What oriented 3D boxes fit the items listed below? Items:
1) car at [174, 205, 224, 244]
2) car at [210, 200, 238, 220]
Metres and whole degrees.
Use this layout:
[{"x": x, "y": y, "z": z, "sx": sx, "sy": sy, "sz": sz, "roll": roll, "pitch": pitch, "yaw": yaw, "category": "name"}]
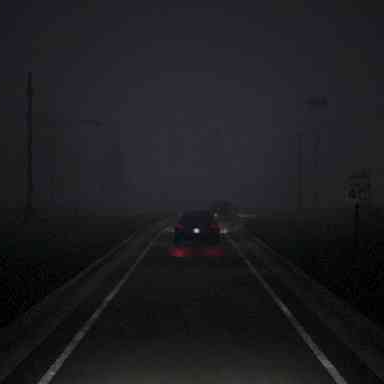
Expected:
[{"x": 0.263, "y": 1.528, "z": 15.519, "sx": 1.994, "sy": 1.385, "sz": 4.181, "roll": 0, "pitch": 0, "yaw": 2, "category": "car"}, {"x": 2.520, "y": 1.441, "z": 27.345, "sx": 1.837, "sy": 1.490, "sz": 4.892, "roll": 0, "pitch": 0, "yaw": 18, "category": "car"}]
